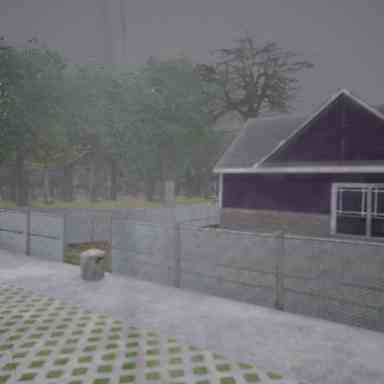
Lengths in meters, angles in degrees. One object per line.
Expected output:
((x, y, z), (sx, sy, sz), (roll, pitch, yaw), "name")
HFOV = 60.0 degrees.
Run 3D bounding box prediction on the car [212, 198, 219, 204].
((4.097, 1.287, 38.234), (2.128, 1.511, 4.902), (2, 2, 36), "car")
